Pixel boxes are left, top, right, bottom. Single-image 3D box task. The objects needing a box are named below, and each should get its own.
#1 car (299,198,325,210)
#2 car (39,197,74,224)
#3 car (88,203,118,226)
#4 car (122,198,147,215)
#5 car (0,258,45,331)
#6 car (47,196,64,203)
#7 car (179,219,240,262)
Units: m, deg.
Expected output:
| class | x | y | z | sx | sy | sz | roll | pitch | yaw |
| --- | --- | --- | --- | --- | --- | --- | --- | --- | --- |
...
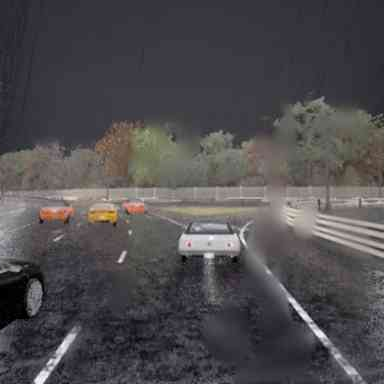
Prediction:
| class | x | y | z | sx | sy | sz | roll | pitch | yaw |
| --- | --- | --- | --- | --- | --- | --- | --- | --- | --- |
| car | 16.061 | 1.510 | 43.968 | 4.902 | 1.511 | 2.128 | 0 | 0 | -42 |
| car | -10.612 | 1.453 | 26.353 | 2.097 | 1.767 | 4.553 | 0 | 0 | -15 |
| car | -6.556 | 1.557 | 24.674 | 1.882 | 1.535 | 5.008 | 0 | 0 | -13 |
| car | -6.303 | 1.453 | 35.828 | 2.097 | 1.767 | 4.553 | 0 | 0 | -19 |
| car | -3.665 | 1.517 | 4.458 | 2.128 | 1.511 | 4.902 | 0 | 0 | -2 |
| car | -32.282 | 1.829 | 78.588 | 2.128 | 1.511 | 4.902 | 0 | 0 | -44 |
| car | 0.648 | 1.623 | 12.214 | 1.895 | 1.301 | 4.718 | 0 | 0 | 3 |
